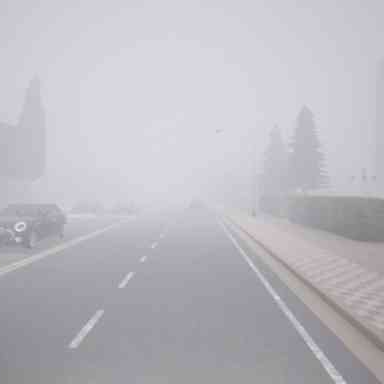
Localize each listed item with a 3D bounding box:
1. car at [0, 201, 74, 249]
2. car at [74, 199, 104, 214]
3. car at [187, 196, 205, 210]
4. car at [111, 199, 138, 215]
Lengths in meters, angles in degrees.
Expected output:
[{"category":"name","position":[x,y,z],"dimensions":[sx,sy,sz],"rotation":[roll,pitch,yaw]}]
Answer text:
[{"category":"car","position":[-6.905,1.217,13.816],"dimensions":[2.097,1.767,4.553],"rotation":[1,0,1]},{"category":"car","position":[-10.055,1.363,32.338],"dimensions":[1.994,1.385,4.181],"rotation":[1,0,1]},{"category":"car","position":[0.612,1.557,42.386],"dimensions":[1.994,1.385,4.181],"rotation":[1,0,1]},{"category":"car","position":[-6.541,1.390,32.752],"dimensions":[1.812,1.442,4.674],"rotation":[1,0,1]}]
